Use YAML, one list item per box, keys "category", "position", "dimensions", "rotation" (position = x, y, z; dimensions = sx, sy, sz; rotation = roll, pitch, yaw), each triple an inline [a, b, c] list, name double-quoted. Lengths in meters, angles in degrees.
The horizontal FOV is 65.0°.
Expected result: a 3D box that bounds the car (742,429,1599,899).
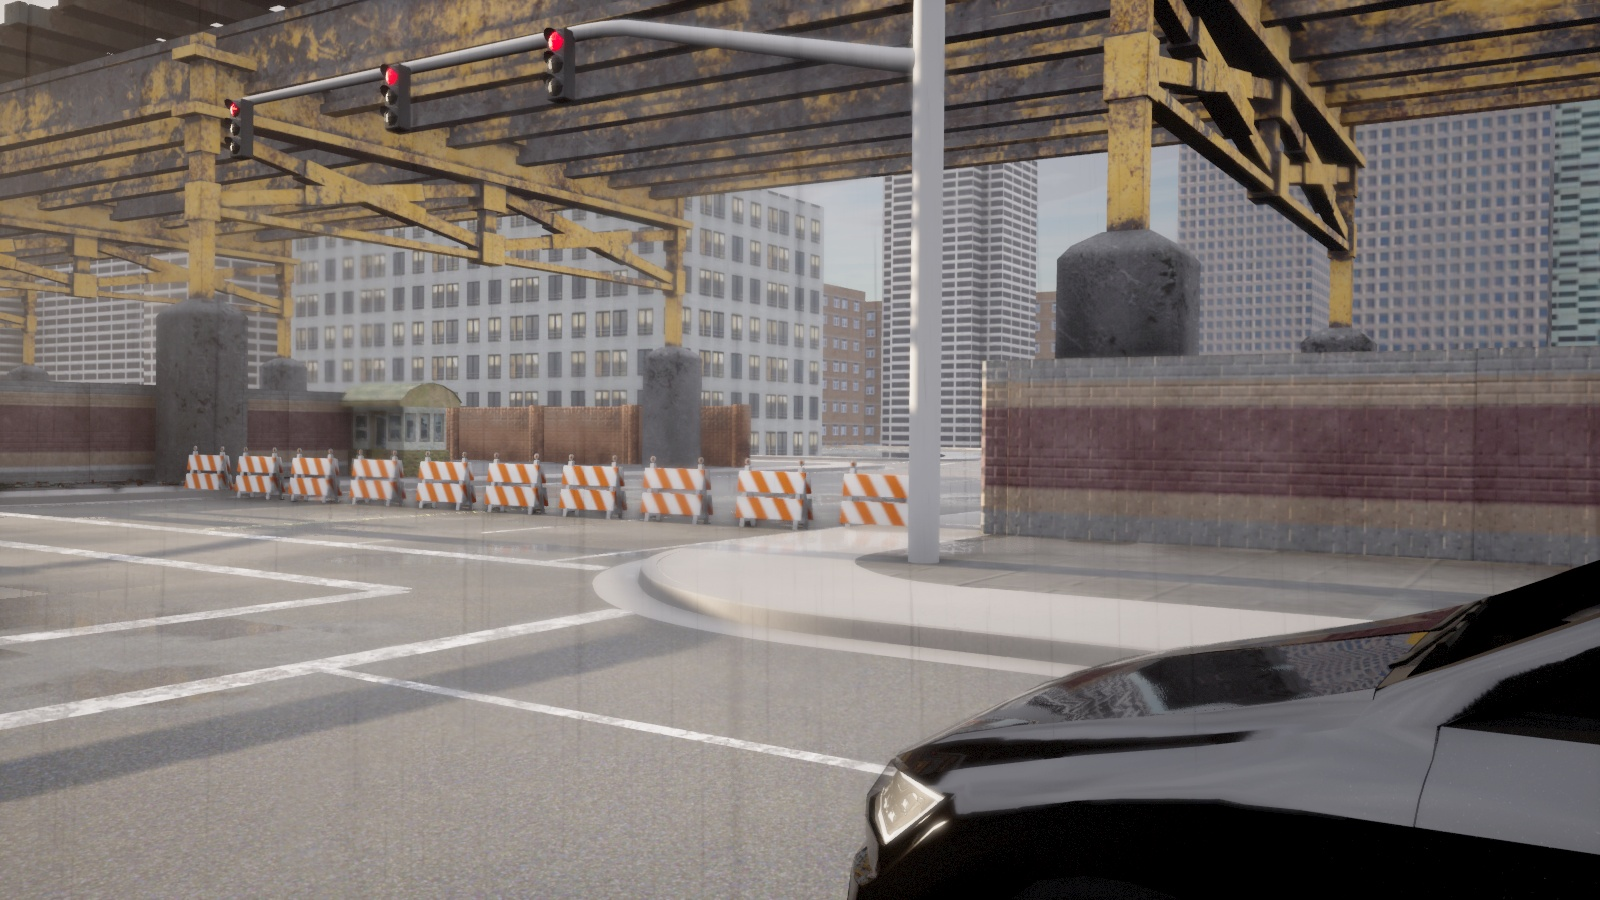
- category: "car"
  position: [2.136, 0.696, 2.204]
  dimensions: [4.193, 1.474, 1.816]
  rotation: [0, 1, 34]
